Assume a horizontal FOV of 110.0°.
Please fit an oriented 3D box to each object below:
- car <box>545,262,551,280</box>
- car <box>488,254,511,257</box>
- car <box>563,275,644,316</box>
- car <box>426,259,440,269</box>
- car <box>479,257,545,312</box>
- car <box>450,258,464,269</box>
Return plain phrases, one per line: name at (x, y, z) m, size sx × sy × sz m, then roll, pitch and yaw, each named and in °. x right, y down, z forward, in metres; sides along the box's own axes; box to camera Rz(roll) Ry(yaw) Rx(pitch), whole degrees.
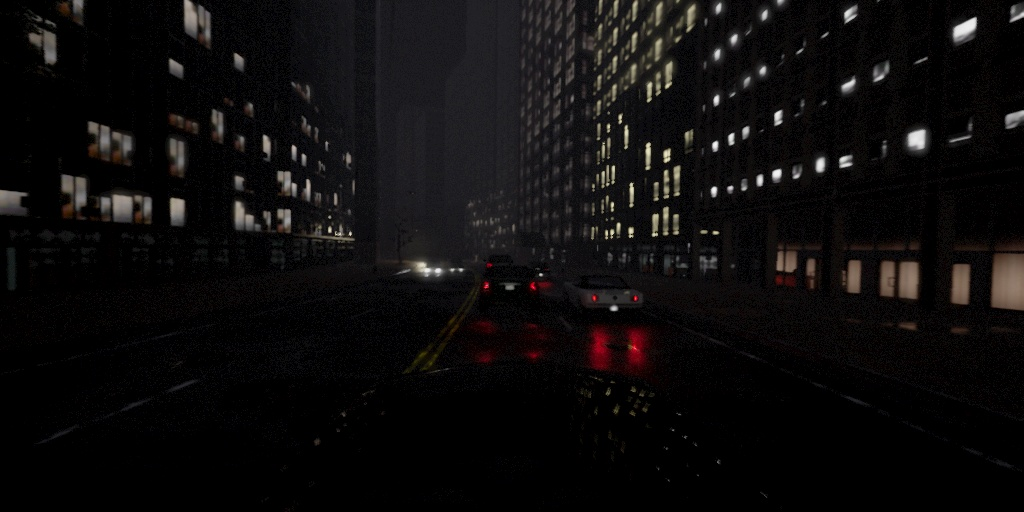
car at (2.037, 1.177, 30.284) m, size 1.837 × 1.490 × 4.892 m, roll 1°, pitch 1°, yaw -5°
car at (-1.066, 0.868, 28.709) m, size 2.150 × 2.045 × 5.566 m, roll 1°, pitch 1°, yaw -5°
car at (3.151, 1.348, 13.456) m, size 1.895 × 1.301 × 4.718 m, roll 1°, pitch 0°, yaw -1°
car at (-10.894, 1.069, 49.700) m, size 1.895 × 1.301 × 4.718 m, roll 0°, pitch 0°, yaw -11°
car at (-0.119, 1.059, 14.087) m, size 2.097 × 1.767 × 4.553 m, roll 1°, pitch 0°, yaw -1°
car at (-7.914, 1.034, 51.429) m, size 2.033 × 1.411 × 5.357 m, roll 0°, pitch 0°, yaw -11°
